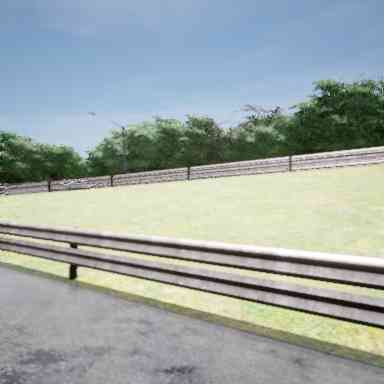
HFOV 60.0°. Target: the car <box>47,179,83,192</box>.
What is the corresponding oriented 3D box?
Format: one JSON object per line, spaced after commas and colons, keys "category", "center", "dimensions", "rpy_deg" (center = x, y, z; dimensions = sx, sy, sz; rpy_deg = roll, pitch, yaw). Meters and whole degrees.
{"category": "car", "center": [-19.024, -0.810, 49.852], "dimensions": [5.566, 2.045, 2.150], "rpy_deg": [-4, -2, 24]}
